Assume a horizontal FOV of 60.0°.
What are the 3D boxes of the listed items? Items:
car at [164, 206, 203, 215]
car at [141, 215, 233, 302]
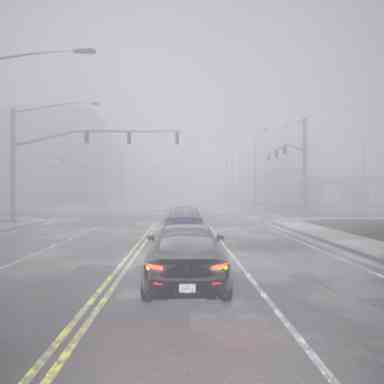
[{"bbox_3d":[-0.430,1.452,17.160,1.882,1.535,5.008,0,0,-2],"label":"car"},{"bbox_3d":[-0.145,1.514,8.111,1.812,1.442,4.674,0,0,-2],"label":"car"}]
